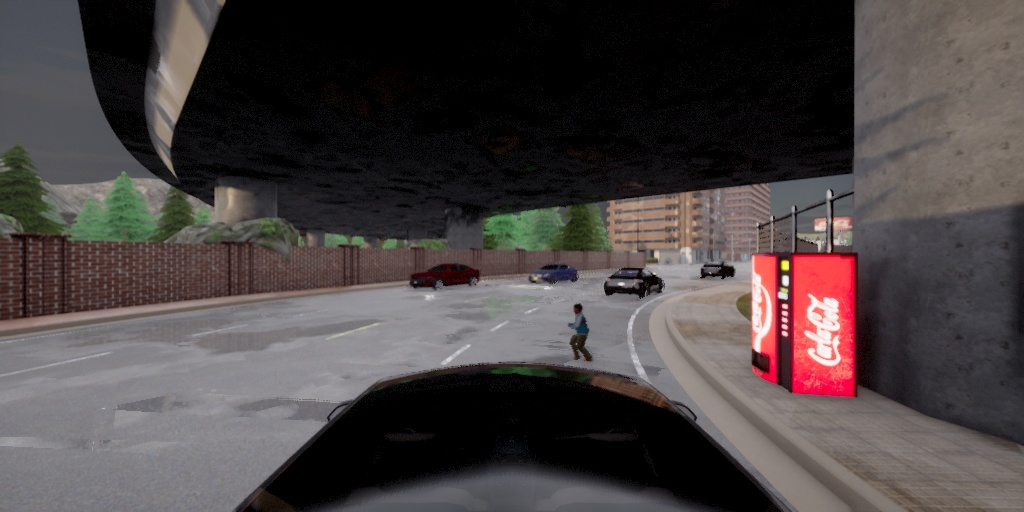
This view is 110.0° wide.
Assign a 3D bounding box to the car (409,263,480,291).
[{"bbox_3d":[-4.031,1.196,22.131,1.882,1.535,5.008,0,0,34],"label":"car"}]

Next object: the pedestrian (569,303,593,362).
[{"bbox_3d":[1.311,1.417,6.698,0.500,1.100,0.500,0,0,12],"label":"pedestrian"}]

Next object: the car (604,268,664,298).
[{"bbox_3d":[6.354,1.290,18.443,1.994,1.385,4.181,0,0,37],"label":"car"}]

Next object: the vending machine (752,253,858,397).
[{"bbox_3d":[4.216,0.941,5.276,1.100,2.100,0.880,0,0,11],"label":"vending machine"}]

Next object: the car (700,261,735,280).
[{"bbox_3d":[17.987,1.200,31.268,2.128,1.511,4.902,0,0,43],"label":"car"}]

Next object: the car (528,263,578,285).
[{"bbox_3d":[3.082,1.240,25.849,1.812,1.442,4.674,0,0,40],"label":"car"}]
